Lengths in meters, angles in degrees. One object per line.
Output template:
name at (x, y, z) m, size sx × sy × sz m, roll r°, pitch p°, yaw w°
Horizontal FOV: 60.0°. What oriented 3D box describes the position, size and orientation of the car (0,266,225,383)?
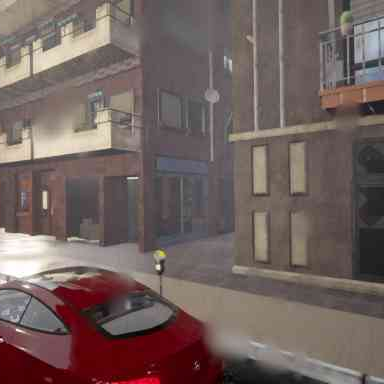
car at (-1.613, 1.583, 3.999) m, size 4.206 × 1.307 × 1.802 m, roll 0°, pitch -1°, yaw 36°
